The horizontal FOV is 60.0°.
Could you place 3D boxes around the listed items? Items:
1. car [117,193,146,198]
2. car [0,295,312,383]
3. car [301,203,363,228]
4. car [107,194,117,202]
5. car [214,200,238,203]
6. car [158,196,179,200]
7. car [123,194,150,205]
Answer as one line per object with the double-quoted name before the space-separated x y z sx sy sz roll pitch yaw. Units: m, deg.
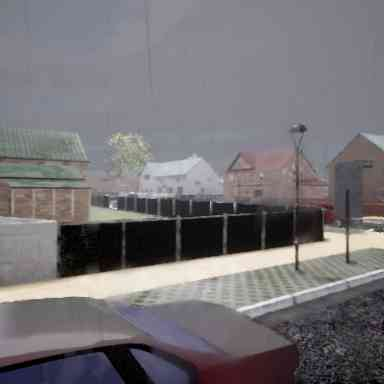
"car" -8.297 0.990 46.472 2.097 1.767 4.553 0 1 -34
"car" -1.499 1.547 2.018 5.357 1.411 2.033 0 0 -36
"car" 8.560 1.475 21.533 1.812 1.442 4.674 0 0 -32
"car" -14.664 1.077 60.973 1.895 1.301 4.718 0 1 -34
"car" 3.133 1.398 29.614 2.033 1.411 5.357 0 1 -34
"car" -2.522 1.252 37.927 1.837 1.490 4.892 0 0 -34
"car" -8.756 1.137 52.302 2.033 1.411 5.357 0 1 -35
